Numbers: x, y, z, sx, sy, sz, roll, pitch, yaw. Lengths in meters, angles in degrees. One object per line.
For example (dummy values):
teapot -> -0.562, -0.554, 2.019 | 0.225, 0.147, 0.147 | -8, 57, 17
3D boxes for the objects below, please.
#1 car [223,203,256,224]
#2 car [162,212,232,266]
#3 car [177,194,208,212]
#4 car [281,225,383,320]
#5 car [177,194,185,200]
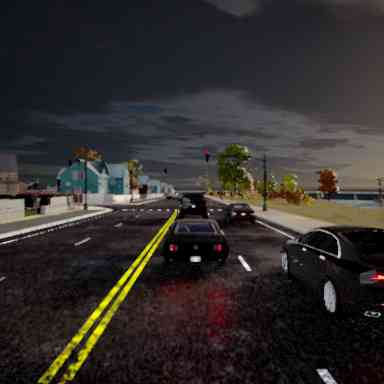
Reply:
car -> 3.360, 1.489, 24.234 | 2.033, 1.411, 5.357 | 0, 0, 0
car -> 0.105, 1.571, 11.448 | 1.895, 1.301, 4.718 | 0, 0, 0
car -> 0.111, 1.155, 27.409 | 2.150, 2.045, 5.566 | 0, 0, 0
car -> 3.352, 1.485, 7.285 | 1.837, 1.490, 4.892 | 0, 0, 0
car -> -3.216, 1.384, 95.535 | 2.128, 1.511, 4.902 | 0, 0, 0
